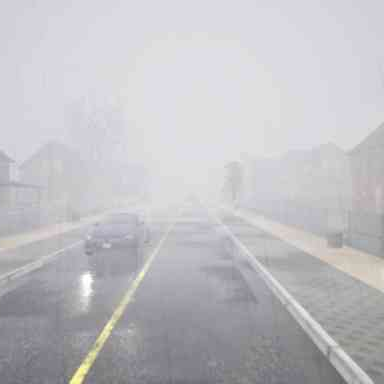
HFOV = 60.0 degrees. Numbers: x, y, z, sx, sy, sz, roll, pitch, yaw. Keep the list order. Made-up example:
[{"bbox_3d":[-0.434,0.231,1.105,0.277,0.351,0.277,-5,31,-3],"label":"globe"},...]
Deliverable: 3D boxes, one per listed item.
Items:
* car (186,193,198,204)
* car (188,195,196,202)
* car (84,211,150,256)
[{"bbox_3d":[0.008,1.226,64.133,2.150,2.045,5.566,0,0,0],"label":"car"},{"bbox_3d":[0.010,1.355,74.524,1.812,1.442,4.674,0,0,0],"label":"car"},{"bbox_3d":[-2.799,1.532,13.337,1.812,1.442,4.674,0,0,1],"label":"car"}]
